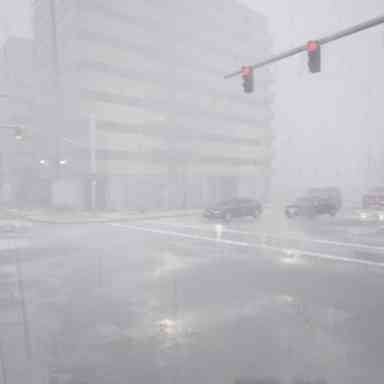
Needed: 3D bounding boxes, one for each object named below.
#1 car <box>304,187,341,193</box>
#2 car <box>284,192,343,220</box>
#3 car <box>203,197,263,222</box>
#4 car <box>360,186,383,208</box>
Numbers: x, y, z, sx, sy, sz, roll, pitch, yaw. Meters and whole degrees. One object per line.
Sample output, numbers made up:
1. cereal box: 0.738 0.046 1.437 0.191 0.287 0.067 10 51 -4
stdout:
1. car: 11.728 0.578 30.452 5.566 2.045 2.150 -2 1 -40
2. car: 8.273 1.017 22.933 4.902 1.511 2.128 -2 1 -40
3. car: 2.880 1.150 22.949 4.892 1.490 1.837 -2 1 -40
4. car: 17.932 0.433 31.092 5.566 2.045 2.150 -2 1 -39
